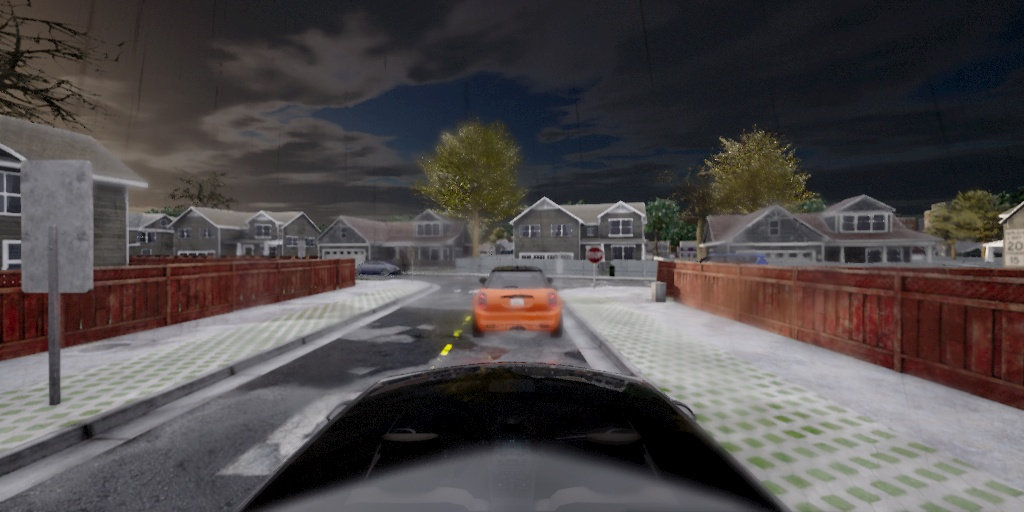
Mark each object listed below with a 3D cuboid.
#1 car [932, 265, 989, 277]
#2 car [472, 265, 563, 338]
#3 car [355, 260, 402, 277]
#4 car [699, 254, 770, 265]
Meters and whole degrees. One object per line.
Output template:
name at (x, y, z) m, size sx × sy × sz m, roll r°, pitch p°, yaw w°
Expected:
car at (23.600, 1.239, 19.388) m, size 4.892 × 1.490 × 1.837 m, roll 1°, pitch 0°, yaw 20°
car at (0.130, 1.029, 10.062) m, size 2.097 × 1.767 × 4.553 m, roll 0°, pitch 1°, yaw 0°
car at (-11.333, 1.020, 29.989) m, size 4.181 × 1.385 × 1.994 m, roll 0°, pitch 0°, yaw 13°
car at (13.272, 0.869, 22.950) m, size 5.566 × 2.045 × 2.150 m, roll 0°, pitch 0°, yaw 18°
